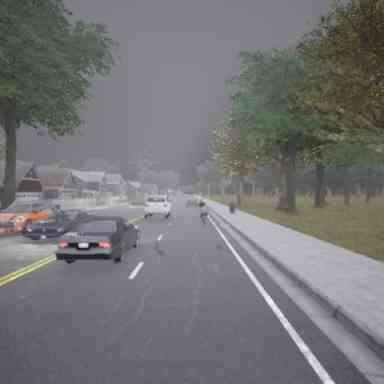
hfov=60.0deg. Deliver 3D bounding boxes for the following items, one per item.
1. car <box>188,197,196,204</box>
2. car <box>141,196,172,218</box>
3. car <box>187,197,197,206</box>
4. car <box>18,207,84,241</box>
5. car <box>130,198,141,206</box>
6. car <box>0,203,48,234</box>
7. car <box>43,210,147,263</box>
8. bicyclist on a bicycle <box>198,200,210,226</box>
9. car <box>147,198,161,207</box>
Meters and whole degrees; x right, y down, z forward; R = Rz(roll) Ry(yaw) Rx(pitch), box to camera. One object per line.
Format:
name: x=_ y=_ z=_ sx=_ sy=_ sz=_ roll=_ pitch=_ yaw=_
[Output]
car: x=0.006 y=1.853 z=75.790 sx=1.882 sy=1.535 sz=5.008 roll=0 pitch=0 yaw=0
car: x=-3.145 y=1.370 z=31.599 sx=2.150 sy=2.045 sz=5.566 roll=0 pitch=0 yaw=0
car: x=0.033 y=1.840 z=59.631 sx=2.033 sy=1.411 sz=5.357 roll=0 pitch=0 yaw=1
car: x=-6.600 y=1.629 z=17.428 sx=2.033 sy=1.411 sz=5.357 roll=0 pitch=0 yaw=0
car: x=-9.788 y=1.855 z=59.853 sx=1.994 sy=1.385 sz=4.181 roll=0 pitch=0 yaw=1
car: x=-9.847 y=1.443 z=19.465 sx=2.097 sy=1.767 sz=4.553 roll=0 pitch=0 yaw=0
car: x=-3.147 y=1.605 z=12.160 sx=2.033 sy=1.411 sz=5.357 roll=0 pitch=0 yaw=0
bicyclist on a bicycle: x=0.863 y=1.545 z=23.199 sx=0.866 sy=1.612 sz=1.509 roll=0 pitch=0 yaw=0
car: x=-6.545 y=1.759 z=57.617 sx=1.882 sy=1.535 sz=5.008 roll=0 pitch=0 yaw=1
